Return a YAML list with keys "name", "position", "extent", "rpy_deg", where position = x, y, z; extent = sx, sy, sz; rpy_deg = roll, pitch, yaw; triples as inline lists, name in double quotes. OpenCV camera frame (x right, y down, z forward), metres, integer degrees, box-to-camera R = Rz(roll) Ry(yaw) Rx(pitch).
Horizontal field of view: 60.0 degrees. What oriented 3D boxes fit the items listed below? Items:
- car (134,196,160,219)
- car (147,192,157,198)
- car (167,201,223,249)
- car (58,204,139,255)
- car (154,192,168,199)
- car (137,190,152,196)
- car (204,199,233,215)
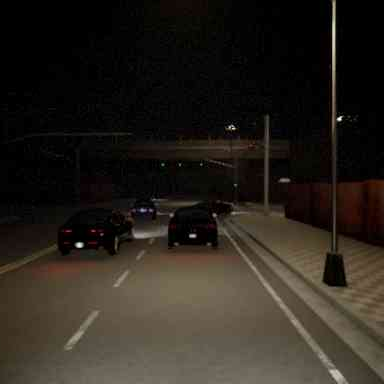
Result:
- name: "car"
  position: [-3.754, 1.304, 25.864]
  extent: [2.033, 1.411, 5.357]
  rpy_deg: [0, 1, -6]
- name: "car"
  position: [-10.517, 0.734, 88.628]
  extent: [2.033, 1.411, 5.357]
  rpy_deg: [0, 1, 0]
- name: "car"
  position: [0.048, 1.352, 13.985]
  extent: [1.882, 1.535, 5.008]
  rpy_deg: [0, 0, 0]
- name: "car"
  position: [-3.462, 1.389, 12.708]
  extent: [1.837, 1.490, 4.892]
  rpy_deg: [0, 0, 0]
- name: "car"
  position: [-7.014, 0.902, 72.950]
  extent: [1.994, 1.385, 4.181]
  rpy_deg: [0, 1, 0]
- name: "car"
  position: [-10.514, 0.575, 72.920]
  extent: [2.150, 2.045, 5.566]
  rpy_deg: [0, 1, 0]
- name: "car"
  position: [1.768, 1.296, 27.765]
  extent: [1.994, 1.385, 4.181]
  rpy_deg: [0, 1, 31]
